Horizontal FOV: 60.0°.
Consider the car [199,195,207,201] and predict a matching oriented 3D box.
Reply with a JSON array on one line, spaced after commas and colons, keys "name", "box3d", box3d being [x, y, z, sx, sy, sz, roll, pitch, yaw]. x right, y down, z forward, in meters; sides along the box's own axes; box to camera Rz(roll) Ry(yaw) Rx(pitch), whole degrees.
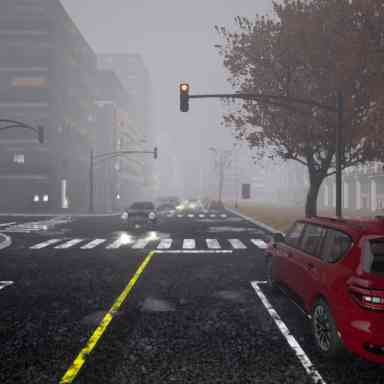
[{"name": "car", "box3d": [2.800, 1.620, 88.026, 1.887, 1.381, 4.507, 0, 0, 0]}]

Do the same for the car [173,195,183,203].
[{"name": "car", "box3d": [-2.913, 1.522, 69.968, 1.882, 1.535, 5.008, 0, 0, 0]}]

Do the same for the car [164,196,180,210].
[{"name": "car", "box3d": [-3.046, 1.564, 43.353, 2.033, 1.411, 5.357, 0, 0, 0]}]

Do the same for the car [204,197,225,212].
[{"name": "car", "box3d": [2.738, 1.556, 38.231, 1.887, 1.381, 4.507, 0, 0, 0]}]

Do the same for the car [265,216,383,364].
[{"name": "car", "box3d": [2.699, 1.315, 5.843, 2.192, 1.841, 5.009, 0, 0, 0]}]

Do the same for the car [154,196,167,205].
[{"name": "car", "box3d": [-5.614, 1.475, 60.373, 1.967, 1.590, 4.097, 0, 0, 0]}]

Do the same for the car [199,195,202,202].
[{"name": "car", "box3d": [2.773, 1.624, 65.894, 1.802, 1.307, 4.206, 0, 0, 0]}]

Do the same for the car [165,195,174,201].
[{"name": "car", "box3d": [-5.587, 1.506, 82.504, 1.967, 1.590, 4.097, 0, 0, 0]}]

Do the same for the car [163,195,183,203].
[{"name": "car", "box3d": [-3.023, 1.381, 54.285, 2.097, 1.767, 4.553, 0, 0, 0]}]

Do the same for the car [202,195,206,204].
[{"name": "car", "box3d": [2.752, 1.547, 49.467, 1.752, 1.417, 4.829, 0, 0, 0]}]

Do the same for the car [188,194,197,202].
[{"name": "car", "box3d": [0.100, 1.416, 79.328, 2.097, 1.767, 4.553, 0, 0, 0]}]

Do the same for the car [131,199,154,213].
[{"name": "car", "box3d": [-5.642, 1.562, 38.242, 2.008, 1.369, 4.403, 0, 0, 0]}]

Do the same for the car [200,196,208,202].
[{"name": "car", "box3d": [2.786, 1.583, 77.130, 1.752, 1.417, 4.829, 0, 0, 0]}]

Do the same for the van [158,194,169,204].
[{"name": "van", "box3d": [-5.608, 1.383, 65.906, 1.690, 1.788, 3.998, 0, 0, 0]}]

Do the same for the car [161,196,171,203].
[{"name": "car", "box3d": [-5.601, 1.631, 71.437, 1.802, 1.307, 4.206, 0, 0, 0]}]

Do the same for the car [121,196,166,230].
[{"name": "car", "box3d": [-3.074, 1.354, 20.980, 2.097, 1.767, 4.553, 0, 0, 0]}]

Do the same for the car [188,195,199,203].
[{"name": "car", "box3d": [0.184, 1.647, 69.261, 1.895, 1.301, 4.718, 0, 0, 0]}]
